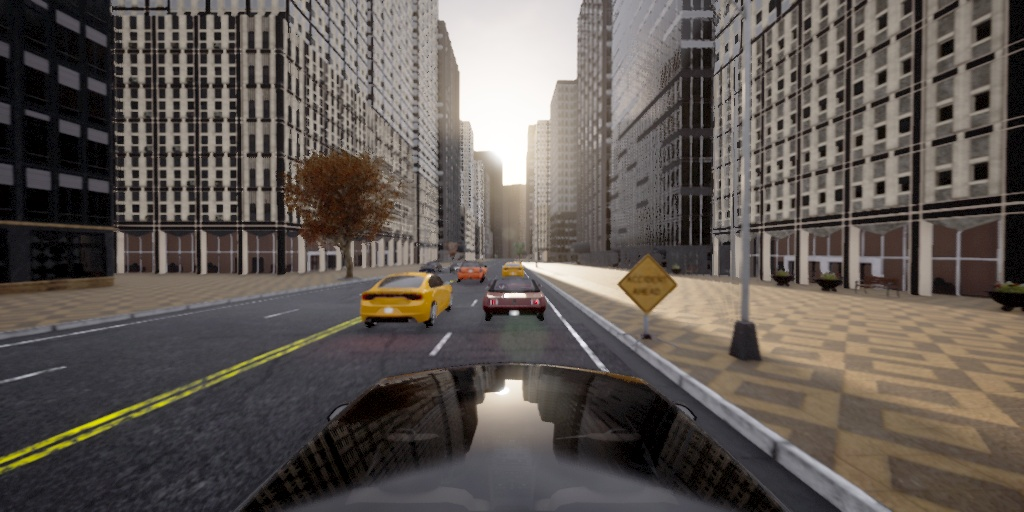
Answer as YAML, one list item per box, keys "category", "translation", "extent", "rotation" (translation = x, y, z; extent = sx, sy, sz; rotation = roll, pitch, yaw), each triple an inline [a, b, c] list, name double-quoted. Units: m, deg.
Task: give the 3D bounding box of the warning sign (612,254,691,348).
- category: "warning sign"
  translation: [2.850, 0.882, 7.651]
  extent: [1.300, 1.860, 1.060]
  rotation: [0, 0, 0]

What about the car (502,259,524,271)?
- category: "car"
  translation: [0.095, 1.316, 33.212]
  extent: [1.882, 1.535, 5.008]
  rotation: [0, 0, 0]

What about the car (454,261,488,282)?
- category: "car"
  translation: [-3.162, 1.179, 29.555]
  extent: [2.097, 1.767, 4.553]
  rotation: [0, 0, 0]

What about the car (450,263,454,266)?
- category: "car"
  translation: [-6.585, 1.364, 44.648]
  extent: [2.128, 1.511, 4.902]
  rotation: [0, 0, 0]

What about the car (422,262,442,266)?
- category: "car"
  translation: [-9.841, 1.417, 44.159]
  extent: [2.033, 1.411, 5.357]
  rotation: [0, 0, 0]

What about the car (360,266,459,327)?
- category: "car"
  translation: [-3.171, 1.256, 11.734]
  extent: [1.882, 1.535, 5.008]
  rotation: [0, 0, 0]

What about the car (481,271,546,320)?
- category: "car"
  translation: [0.083, 1.382, 12.685]
  extent: [1.895, 1.301, 4.718]
  rotation: [0, 0, 0]
